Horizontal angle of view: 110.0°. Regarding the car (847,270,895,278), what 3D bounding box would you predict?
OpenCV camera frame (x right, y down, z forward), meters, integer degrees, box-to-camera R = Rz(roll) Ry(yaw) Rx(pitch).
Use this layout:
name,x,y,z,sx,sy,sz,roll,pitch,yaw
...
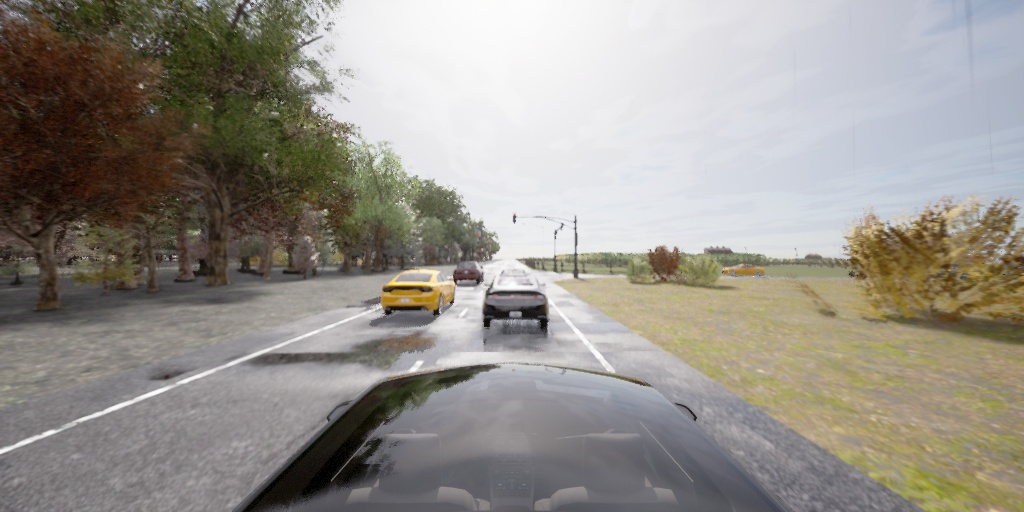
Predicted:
name,x,y,z,sx,sy,sz,roll,pitch,yaw
car,44.736,2.074,44.479,4.718,1.301,1.895,1,-1,1

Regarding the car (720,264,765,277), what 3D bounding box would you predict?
name,x,y,z,sx,sy,sz,roll,pitch,yaw
car,28.570,1.775,44.587,5.008,1.535,1.882,1,-1,0

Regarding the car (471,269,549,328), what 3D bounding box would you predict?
name,x,y,z,sx,sy,sz,roll,pitch,yaw
car,0.098,1.283,11.515,2.128,1.511,4.902,0,0,0

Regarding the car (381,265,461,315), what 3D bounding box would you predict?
name,x,y,z,sx,sy,sz,roll,pitch,yaw
car,-3.405,1.281,13.884,1.882,1.535,5.008,0,0,0

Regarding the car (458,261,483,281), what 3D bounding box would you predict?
name,x,y,z,sx,sy,sz,roll,pitch,yaw
car,-3.409,1.219,28.676,2.097,1.767,4.553,0,0,0

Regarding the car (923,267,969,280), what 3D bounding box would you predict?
name,x,y,z,sx,sy,sz,roll,pitch,yaw
car,48.574,1.988,40.900,5.357,1.411,2.033,1,-1,1
